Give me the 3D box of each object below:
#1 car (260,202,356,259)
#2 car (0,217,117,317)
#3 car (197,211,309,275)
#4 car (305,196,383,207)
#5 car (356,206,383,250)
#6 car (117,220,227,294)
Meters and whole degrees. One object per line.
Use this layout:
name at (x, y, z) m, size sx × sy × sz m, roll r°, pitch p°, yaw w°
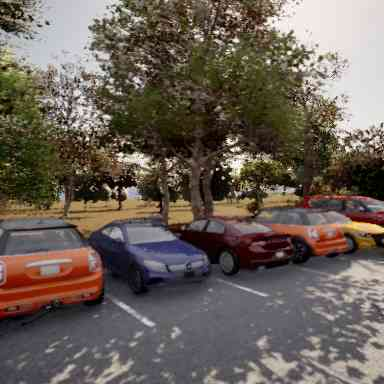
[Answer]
car at (3.150, 1.351, 12.264) m, size 2.185 × 1.767 × 4.553 m, roll 0°, pitch 0°, yaw -35°
car at (-3.653, 1.354, 7.415) m, size 2.185 × 1.767 × 4.553 m, roll 0°, pitch 0°, yaw -35°
car at (0.867, 1.478, 10.669) m, size 2.097 × 1.535 × 5.008 m, roll 0°, pitch 0°, yaw -35°
car at (7.684, 1.220, 15.502) m, size 2.435 × 2.045 × 5.566 m, roll 0°, pitch 0°, yaw -36°
car at (5.396, 1.474, 13.911) m, size 2.097 × 1.535 × 5.008 m, roll 0°, pitch 0°, yaw -35°
car at (-1.405, 1.519, 9.060) m, size 2.002 × 1.452 × 4.674 m, roll 0°, pitch 0°, yaw -35°
